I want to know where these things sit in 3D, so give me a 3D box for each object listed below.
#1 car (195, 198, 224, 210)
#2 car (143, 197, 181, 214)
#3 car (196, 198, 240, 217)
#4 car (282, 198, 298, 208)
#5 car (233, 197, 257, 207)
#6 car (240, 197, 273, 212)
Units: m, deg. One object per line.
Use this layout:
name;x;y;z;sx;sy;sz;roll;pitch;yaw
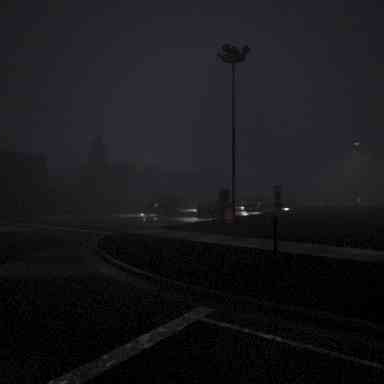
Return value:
car;2.383;1.564;43.892;1.994;1.385;4.181;0;0;35
car;-3.230;1.352;35.858;2.097;1.767;4.553;0;0;35
car;2.317;1.478;31.581;1.882;1.535;5.008;0;0;35
car;13.675;1.564;47.817;1.994;1.385;4.181;0;0;35
car;8.381;1.505;52.436;1.837;1.490;4.892;0;0;35
car;7.945;1.352;39.634;2.097;1.767;4.553;0;0;35
